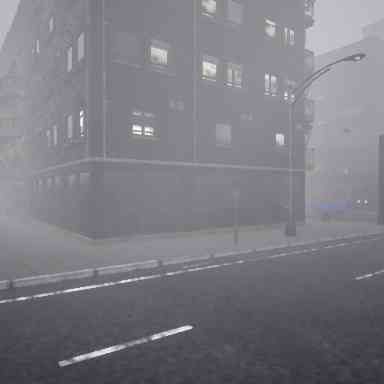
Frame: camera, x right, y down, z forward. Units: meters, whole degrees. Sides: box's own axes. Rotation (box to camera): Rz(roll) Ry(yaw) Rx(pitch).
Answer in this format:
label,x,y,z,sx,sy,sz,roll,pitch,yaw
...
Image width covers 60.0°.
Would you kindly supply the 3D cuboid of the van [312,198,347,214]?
label,x,y,z,sx,sy,sz,roll,pitch,yaw
van,16.027,1.606,38.923,1.690,1.788,3.998,-1,0,-36
